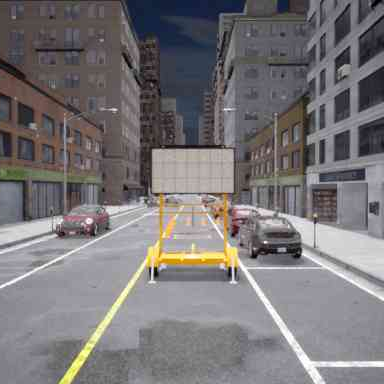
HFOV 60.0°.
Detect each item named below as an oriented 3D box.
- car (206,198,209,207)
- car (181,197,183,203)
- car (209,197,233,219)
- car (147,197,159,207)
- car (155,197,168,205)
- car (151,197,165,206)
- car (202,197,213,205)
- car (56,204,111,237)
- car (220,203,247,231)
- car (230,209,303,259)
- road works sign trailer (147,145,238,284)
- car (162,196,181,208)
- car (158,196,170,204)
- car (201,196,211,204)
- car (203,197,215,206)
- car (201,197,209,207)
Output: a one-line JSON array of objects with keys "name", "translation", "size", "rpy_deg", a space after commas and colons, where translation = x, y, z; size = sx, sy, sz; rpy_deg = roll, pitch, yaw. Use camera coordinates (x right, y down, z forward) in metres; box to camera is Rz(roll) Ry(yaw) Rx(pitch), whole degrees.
[{"name": "car", "translation": [2.807, 1.553, 34.455], "size": [1.887, 1.381, 4.507], "rpy_deg": [-1, 0, 0]}, {"name": "car", "translation": [-2.886, 1.646, 71.521], "size": [1.895, 1.301, 4.718], "rpy_deg": [0, 0, 0]}, {"name": "car", "translation": [2.797, 1.445, 28.950], "size": [1.967, 1.590, 4.097], "rpy_deg": [-1, 0, 0]}, {"name": "car", "translation": [-5.693, 1.459, 50.984], "size": [1.967, 1.590, 4.097], "rpy_deg": [-1, 0, 0]}, {"name": "car", "translation": [-5.674, 1.579, 61.995], "size": [2.008, 1.369, 4.403], "rpy_deg": [-1, 0, 0]}, {"name": "car", "translation": [-5.683, 1.589, 56.490], "size": [1.947, 1.339, 4.313], "rpy_deg": [-1, 0, 0]}, {"name": "car", "translation": [2.851, 1.573, 61.981], "size": [1.887, 1.381, 4.507], "rpy_deg": [-1, 0, 0]}, {"name": "car", "translation": [-5.745, 1.441, 17.954], "size": [1.967, 1.590, 4.097], "rpy_deg": [-1, 0, 0]}, {"name": "car", "translation": [2.781, 1.546, 17.940], "size": [1.887, 1.381, 4.507], "rpy_deg": [-1, 0, 0]}, {"name": "car", "translation": [2.772, 1.550, 12.434], "size": [2.008, 1.369, 4.403], "rpy_deg": [-1, 0, 0]}, {"name": "road works sign trailer", "translation": [0.028, 0.464, 9.577], "size": [2.380, 3.560, 2.880], "rpy_deg": [0, 0, 0]}, {"name": "car", "translation": [-3.016, 1.522, 48.821], "size": [1.837, 1.490, 4.892], "rpy_deg": [0, 0, 0]}, {"name": "car", "translation": [-5.666, 1.578, 67.500], "size": [1.887, 1.381, 4.507], "rpy_deg": [-1, 0, 0]}, {"name": "car", "translation": [2.859, 1.578, 67.486], "size": [1.887, 1.381, 4.507], "rpy_deg": [-1, 0, 0]}, {"name": "car", "translation": [2.842, 1.568, 56.476], "size": [1.887, 1.381, 4.507], "rpy_deg": [-1, 0, 0]}, {"name": "car", "translation": [2.833, 1.585, 50.971], "size": [1.947, 1.339, 4.313], "rpy_deg": [-1, 0, 0]}]
